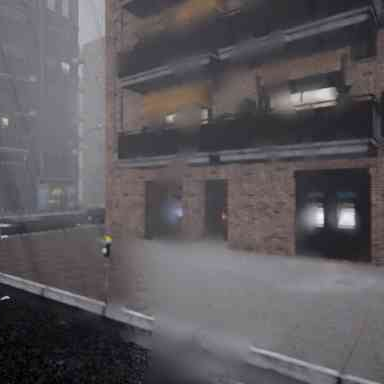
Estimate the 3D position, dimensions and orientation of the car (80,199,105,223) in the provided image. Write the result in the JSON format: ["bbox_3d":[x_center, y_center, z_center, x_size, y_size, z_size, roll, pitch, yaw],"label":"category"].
[{"bbox_3d":[-5.036,1.330,22.314,2.008,1.369,4.403,1,1,36],"label":"car"}]

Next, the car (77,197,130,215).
[{"bbox_3d":[-8.206,1.248,31.367,1.752,1.417,4.829,1,1,36],"label":"car"}]
